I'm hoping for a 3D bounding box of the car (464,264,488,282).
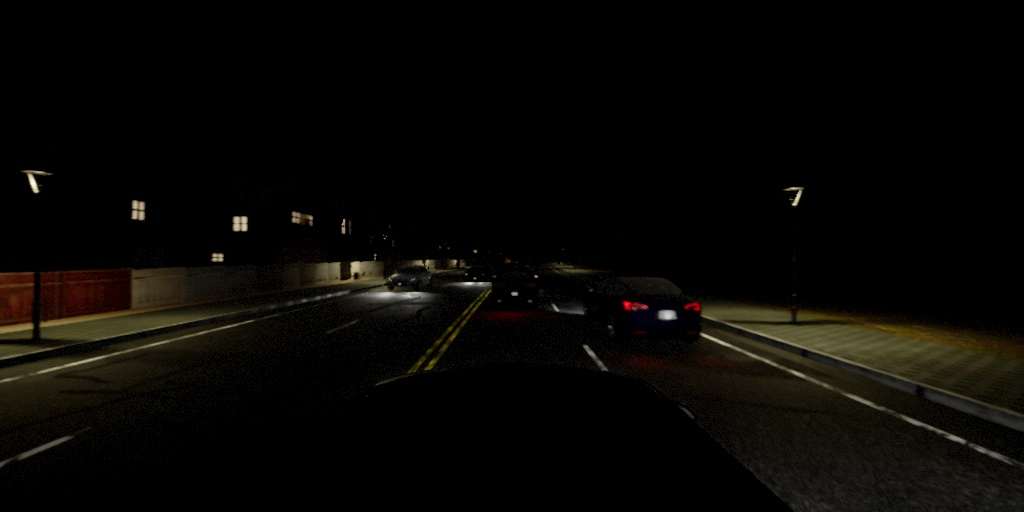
[{"bbox_3d":[-2.821,1.389,30.877,2.033,1.411,5.357,0,0,2],"label":"car"}]

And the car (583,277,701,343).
[{"bbox_3d":[3.280,1.283,9.851,2.163,1.488,4.792,0,0,1],"label":"car"}]

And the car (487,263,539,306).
[{"bbox_3d":[0.147,1.272,15.992,1.882,1.535,5.008,0,0,1],"label":"car"}]

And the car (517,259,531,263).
[{"bbox_3d":[1.524,1.530,53.380,1.895,1.301,4.718,0,0,4],"label":"car"}]

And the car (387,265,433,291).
[{"bbox_3d":[-6.337,1.336,22.746,1.812,1.442,4.674,0,0,2],"label":"car"}]
